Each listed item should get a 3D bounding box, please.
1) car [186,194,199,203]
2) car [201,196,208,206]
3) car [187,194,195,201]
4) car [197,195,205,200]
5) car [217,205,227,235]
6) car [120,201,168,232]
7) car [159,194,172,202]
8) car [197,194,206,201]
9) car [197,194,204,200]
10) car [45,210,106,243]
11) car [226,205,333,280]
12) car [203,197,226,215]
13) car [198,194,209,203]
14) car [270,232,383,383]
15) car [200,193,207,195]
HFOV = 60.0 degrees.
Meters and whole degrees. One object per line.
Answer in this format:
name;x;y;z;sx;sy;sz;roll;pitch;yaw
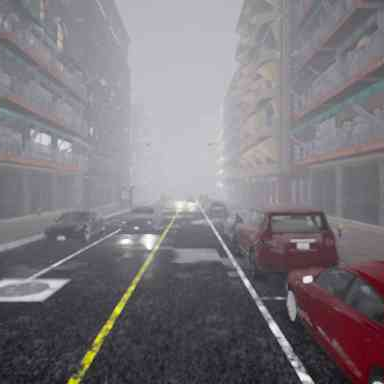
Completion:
car;-0.221;1.459;63.034;1.895;1.301;4.718;0;0;0
car;2.388;1.454;38.167;1.887;1.381;4.507;-1;0;0
car;-0.259;1.221;73.250;1.812;1.442;4.674;0;0;0
car;2.261;1.403;83.481;1.802;1.307;4.206;-1;0;0
car;2.469;1.511;15.509;2.008;1.369;4.403;-1;0;0
car;-2.870;1.498;19.935;2.033;1.411;5.357;0;0;0
car;-5.561;1.292;66.694;1.967;1.590;4.097;-1;0;0
car;2.284;1.271;77.816;1.967;1.590;4.097;-1;0;0
car;2.241;1.356;89.145;1.887;1.381;4.507;-1;0;0
car;-5.380;1.527;15.834;1.947;1.339;4.313;-1;0;0
car;2.486;1.289;9.844;2.192;1.841;5.009;-1;0;0
car;2.409;1.487;32.502;1.947;1.339;4.313;-1;0;0
car;2.348;1.436;49.495;2.008;1.369;4.403;-1;0;0
car;2.509;1.533;4.181;1.887;1.381;4.507;-1;0;0
car;2.307;1.167;66.488;2.192;1.841;5.009;-1;0;0
